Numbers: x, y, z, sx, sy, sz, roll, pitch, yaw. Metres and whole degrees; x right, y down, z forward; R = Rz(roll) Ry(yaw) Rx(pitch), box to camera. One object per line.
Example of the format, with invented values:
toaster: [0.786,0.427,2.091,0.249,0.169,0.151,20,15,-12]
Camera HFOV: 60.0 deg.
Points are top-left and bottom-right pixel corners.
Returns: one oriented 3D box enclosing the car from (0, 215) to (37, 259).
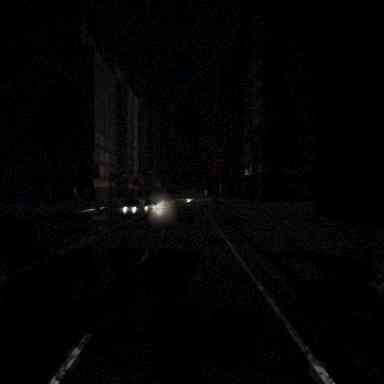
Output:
car: [-6.606,1.503,10.296,2.128,1.511,4.902,0,0,0]

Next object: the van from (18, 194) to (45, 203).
van: [-30.580,1.337,62.695,3.998,1.788,1.690,0,0,0]

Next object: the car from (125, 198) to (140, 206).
car: [-9.780,1.707,54.664,1.895,1.301,4.718,0,0,0]

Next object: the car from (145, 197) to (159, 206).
car: [-6.530,1.608,54.696,2.033,1.411,5.357,0,0,0]

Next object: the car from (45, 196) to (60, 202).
car: [-30.579,1.462,71.221,4.313,1.339,1.947,0,0,0]

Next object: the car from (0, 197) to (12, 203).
car: [-36.230,1.548,62.698,4.206,1.307,1.802,0,0,0]
